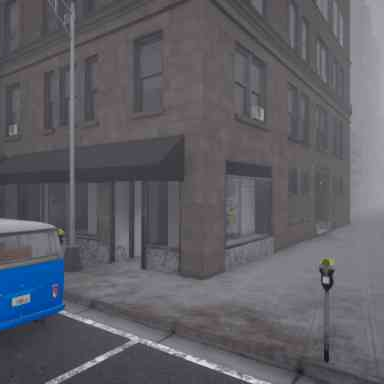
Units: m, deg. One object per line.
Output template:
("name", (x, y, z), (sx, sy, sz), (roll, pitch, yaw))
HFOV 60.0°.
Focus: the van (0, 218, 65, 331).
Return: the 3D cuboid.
("van", (-3.995, 1.340, 5.926), (3.998, 1.788, 1.690), (0, 0, 35))
